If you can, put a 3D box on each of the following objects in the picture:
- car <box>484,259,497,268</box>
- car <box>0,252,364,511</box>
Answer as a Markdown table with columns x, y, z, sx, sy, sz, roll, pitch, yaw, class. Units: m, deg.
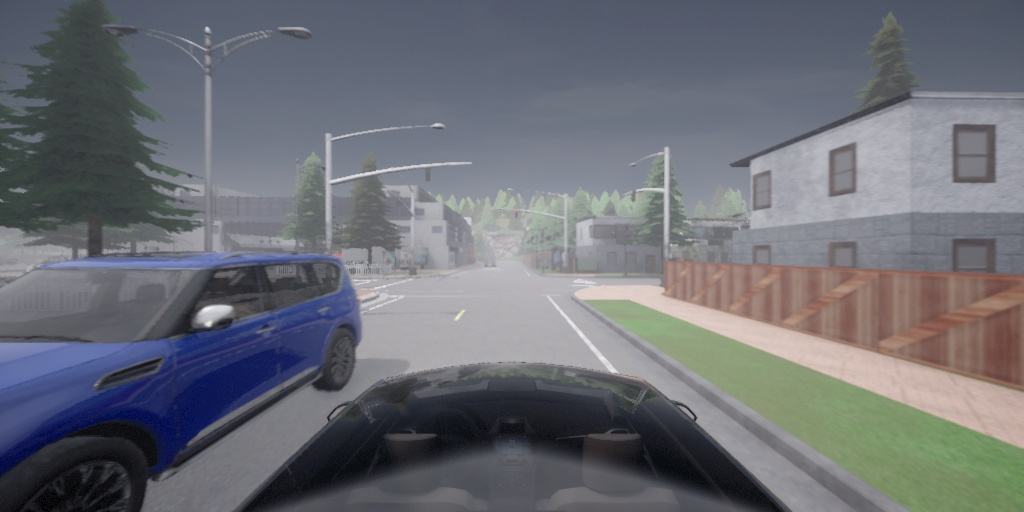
| x | y | z | sx | sy | sz | roll | pitch | yaw | class |
| --- | --- | --- | --- | --- | --- | --- | --- | --- | --- |
| -3.502 | 1.187 | 58.424 | 2.128 | 1.511 | 4.902 | 0 | 1 | 0 | car |
| -3.584 | 0.967 | 3.827 | 2.150 | 2.045 | 5.566 | 0 | 0 | 0 | car |
